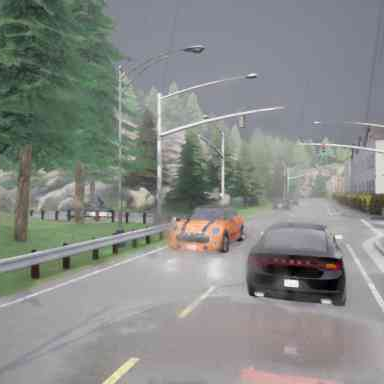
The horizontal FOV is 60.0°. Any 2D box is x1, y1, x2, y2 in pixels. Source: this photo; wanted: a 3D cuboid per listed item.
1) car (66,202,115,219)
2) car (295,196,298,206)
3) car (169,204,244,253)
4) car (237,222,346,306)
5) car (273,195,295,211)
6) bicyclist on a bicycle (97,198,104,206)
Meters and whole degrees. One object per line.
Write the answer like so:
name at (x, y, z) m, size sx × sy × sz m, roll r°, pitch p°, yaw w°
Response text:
car at (-8.744, 1.579, 28.671) m, size 4.181 × 1.385 × 1.994 m, roll 0°, pitch 0°, yaw 20°
car at (16.069, 1.352, 54.126) m, size 2.097 × 1.767 × 4.553 m, roll 0°, pitch 0°, yaw 21°
car at (0.778, 1.352, 13.784) m, size 2.097 × 1.767 × 4.553 m, roll 0°, pitch 0°, yaw 21°
car at (2.648, 1.478, 8.243) m, size 1.882 × 1.535 × 5.008 m, roll 0°, pitch 0°, yaw 21°
car at (11.286, 1.491, 41.549) m, size 2.128 × 1.511 × 4.902 m, roll 0°, pitch 0°, yaw 21°
bicyclist on a bicycle at (-10.098, 1.417, 36.692) m, size 0.582 × 1.620 × 1.656 m, roll -2°, pitch 5°, yaw 20°
